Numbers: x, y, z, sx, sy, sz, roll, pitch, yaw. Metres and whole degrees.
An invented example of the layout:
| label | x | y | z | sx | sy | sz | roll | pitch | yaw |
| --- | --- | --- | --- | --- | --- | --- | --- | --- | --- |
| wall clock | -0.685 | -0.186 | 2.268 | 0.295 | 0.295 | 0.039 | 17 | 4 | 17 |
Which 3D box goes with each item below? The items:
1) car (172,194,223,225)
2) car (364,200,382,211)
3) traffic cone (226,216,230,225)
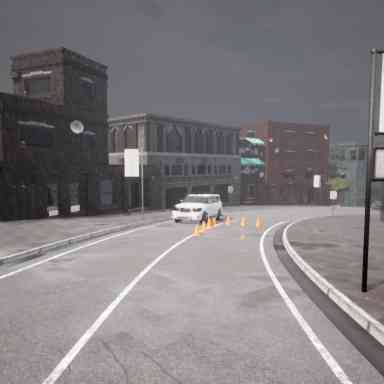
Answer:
| label | x | y | z | sx | sy | sz | roll | pitch | yaw |
| --- | --- | --- | --- | --- | --- | --- | --- | --- | --- |
| car | 0.554 | 1.157 | 24.077 | 2.150 | 2.045 | 5.566 | 2 | 0 | 22 |
| car | 29.859 | 2.116 | 53.257 | 4.553 | 1.767 | 2.097 | 2 | 3 | -21 |
| traffic cone | 2.483 | 1.956 | 22.684 | 0.340 | 0.580 | 0.340 | 2 | 0 | 12 |
